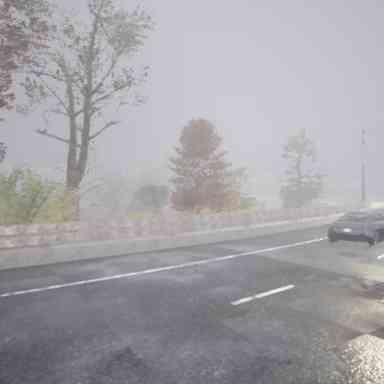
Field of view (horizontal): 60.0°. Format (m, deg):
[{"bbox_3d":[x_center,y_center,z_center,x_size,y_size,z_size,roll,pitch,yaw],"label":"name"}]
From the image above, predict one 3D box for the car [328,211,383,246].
[{"bbox_3d":[8.058,1.595,15.524,4.181,1.385,1.994,0,0,-44],"label":"car"}]
